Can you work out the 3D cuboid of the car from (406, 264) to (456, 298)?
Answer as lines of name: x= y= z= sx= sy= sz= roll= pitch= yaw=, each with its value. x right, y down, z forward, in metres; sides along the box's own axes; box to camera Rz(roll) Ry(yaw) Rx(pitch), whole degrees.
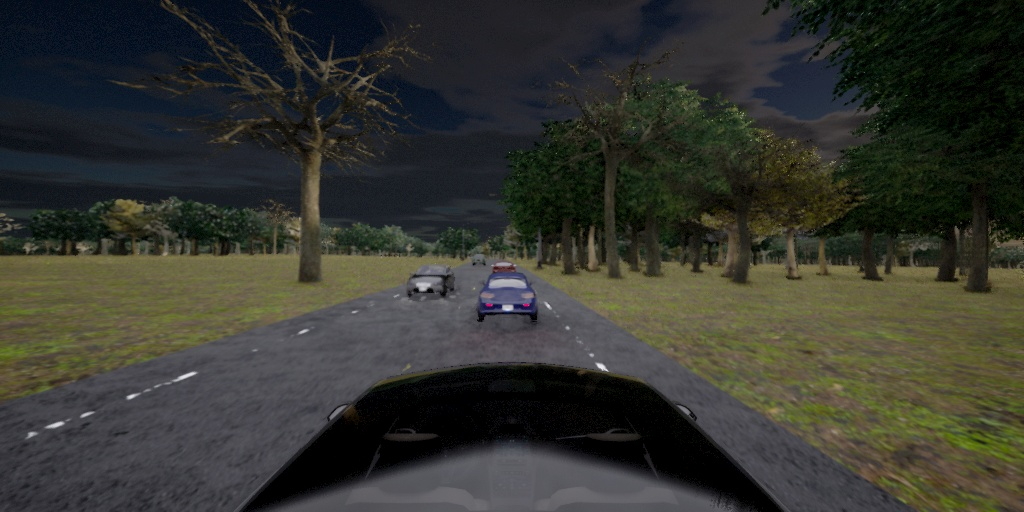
car: x=-4.029 y=1.198 z=18.440 sx=2.128 sy=1.511 sz=4.902 roll=0 pitch=0 yaw=-2

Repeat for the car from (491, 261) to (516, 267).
car: x=-0.671 y=1.136 z=29.664 sx=1.882 sy=1.535 sz=5.008 roll=0 pitch=0 yaw=-2

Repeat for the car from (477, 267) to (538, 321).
car: x=-0.163 y=1.265 z=12.271 sx=1.812 sy=1.442 sz=4.674 roll=0 pitch=0 yaw=-1

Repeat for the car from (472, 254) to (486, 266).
car: x=-5.537 y=0.663 z=60.749 sx=2.150 sy=2.045 sz=5.566 roll=0 pitch=0 yaw=-2
